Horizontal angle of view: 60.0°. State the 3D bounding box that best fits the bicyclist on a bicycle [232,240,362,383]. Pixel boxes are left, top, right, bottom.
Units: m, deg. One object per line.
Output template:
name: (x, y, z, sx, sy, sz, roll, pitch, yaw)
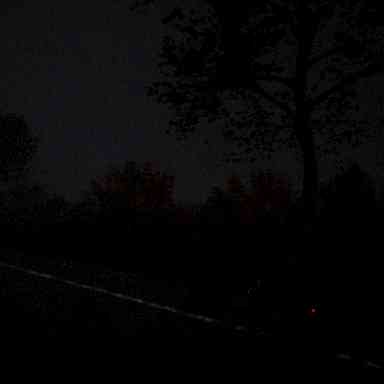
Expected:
bicyclist on a bicycle: (1.230, 1.446, 4.178, 1.656, 1.620, 0.582, 0, 0, 35)
